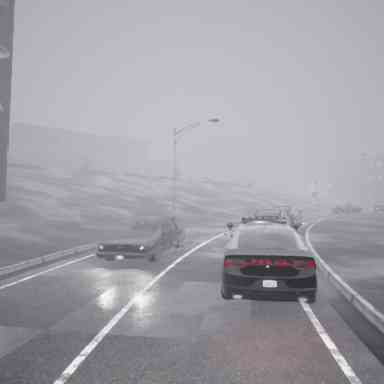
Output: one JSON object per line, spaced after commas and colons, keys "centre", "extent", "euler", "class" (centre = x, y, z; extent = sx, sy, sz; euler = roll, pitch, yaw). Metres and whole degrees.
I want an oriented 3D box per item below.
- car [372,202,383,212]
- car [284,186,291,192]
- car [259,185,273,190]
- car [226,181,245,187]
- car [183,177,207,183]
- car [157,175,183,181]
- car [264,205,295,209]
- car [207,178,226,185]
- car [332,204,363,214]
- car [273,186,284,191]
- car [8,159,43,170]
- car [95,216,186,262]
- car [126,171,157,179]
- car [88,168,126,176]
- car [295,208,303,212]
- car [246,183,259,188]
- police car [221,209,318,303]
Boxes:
{"centre": [28.534, 2.274, 49.321], "extent": [4.674, 1.442, 1.812], "euler": [1, -4, -38], "class": "car"}
{"centre": [23.013, -0.423, 83.999], "extent": [2.435, 2.045, 5.566], "euler": [-4, -6, 41], "class": "car"}
{"centre": [15.508, -0.839, 75.631], "extent": [2.231, 1.521, 4.892], "euler": [-4, -6, 44], "class": "car"}
{"centre": [7.868, -1.378, 67.818], "extent": [4.792, 1.488, 2.163], "euler": [4, -6, -44], "class": "car"}
{"centre": [-0.315, -1.965, 60.118], "extent": [5.008, 1.535, 2.097], "euler": [4, -5, -41], "class": "car"}
{"centre": [-4.475, -2.190, 56.454], "extent": [4.674, 1.452, 2.002], "euler": [3, -5, -40], "class": "car"}
{"centre": [4.220, 1.613, 17.634], "extent": [1.837, 1.490, 4.892], "euler": [-1, -1, 19], "class": "car"}
{"centre": [3.747, -1.820, 63.861], "extent": [4.553, 1.767, 2.185], "euler": [4, -6, -42], "class": "car"}
{"centre": [19.679, 2.148, 42.052], "extent": [4.718, 1.301, 1.895], "euler": [1, -4, -40], "class": "car"}
{"centre": [19.307, -0.644, 79.791], "extent": [2.185, 1.767, 4.553], "euler": [-4, -6, 42], "class": "car"}
{"centre": [-21.495, -3.264, 42.539], "extent": [4.553, 1.767, 2.185], "euler": [3, -5, -39], "class": "car"}
{"centre": [-1.642, 1.663, 12.866], "extent": [2.033, 1.411, 5.357], "euler": [-1, -1, 13], "class": "car"}
{"centre": [-8.713, -2.483, 52.884], "extent": [4.892, 1.521, 2.231], "euler": [3, -5, -39], "class": "car"}
{"centre": [-12.995, -2.711, 49.409], "extent": [4.892, 1.521, 2.231], "euler": [3, -5, -39], "class": "car"}
{"centre": [6.390, 1.680, 22.935], "extent": [1.837, 1.490, 4.892], "euler": [-2, -1, 25], "class": "car"}
{"centre": [11.764, -1.085, 71.717], "extent": [2.002, 1.452, 4.674], "euler": [-4, -6, 45], "class": "car"}
{"centre": [1.835, 1.452, 8.506], "extent": [1.930, 1.638, 5.238], "euler": [-1, 0, 10], "class": "police car"}
